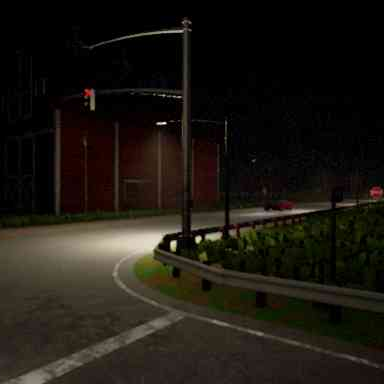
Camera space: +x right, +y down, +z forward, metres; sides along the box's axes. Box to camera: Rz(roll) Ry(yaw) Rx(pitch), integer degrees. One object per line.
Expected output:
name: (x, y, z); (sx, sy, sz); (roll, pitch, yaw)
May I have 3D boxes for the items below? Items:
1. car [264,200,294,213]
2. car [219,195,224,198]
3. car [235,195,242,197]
car: (9.854, 1.593, 37.751); (1.895, 1.301, 4.718); (0, 0, 37)
car: (5.895, 1.432, 78.300); (1.816, 1.474, 4.193); (0, 0, 36)
car: (12.478, 1.444, 89.418); (1.784, 1.438, 3.905); (0, 0, 36)
